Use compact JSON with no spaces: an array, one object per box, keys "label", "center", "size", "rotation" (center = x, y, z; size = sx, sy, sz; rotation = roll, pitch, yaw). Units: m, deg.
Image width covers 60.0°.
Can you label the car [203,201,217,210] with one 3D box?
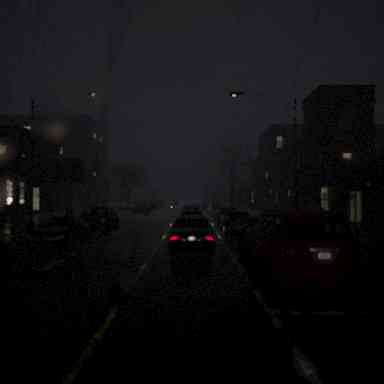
[{"label":"car","center":[2.774,2.076,52.432],"size":[1.947,1.339,4.313],"rotation":[0,-1,0]}]

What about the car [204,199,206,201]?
[{"label":"car","center":[2.753,1.986,44.888],"size":[2.008,1.369,4.403],"rotation":[0,-1,0]}]

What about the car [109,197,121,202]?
[{"label":"car","center":[-20.080,1.989,83.751],"size":[4.507,1.381,1.887],"rotation":[1,-2,-1]}]

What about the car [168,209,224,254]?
[{"label":"car","center":[-0.013,1.682,14.004],"size":[2.033,1.411,5.357],"rotation":[0,-1,0]}]

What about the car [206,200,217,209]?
[{"label":"car","center":[2.721,1.880,36.667],"size":[1.752,1.417,4.829],"rotation":[0,-1,0]}]

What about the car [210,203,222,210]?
[{"label":"car","center":[2.679,1.790,25.431],"size":[1.887,1.381,4.507],"rotation":[0,-1,0]}]

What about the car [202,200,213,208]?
[{"label":"car","center":[2.765,2.182,61.433],"size":[1.802,1.307,4.206],"rotation":[0,-1,0]}]

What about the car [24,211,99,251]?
[{"label":"car","center":[-5.698,1.723,14.664],"size":[1.802,1.307,4.206],"rotation":[1,-1,0]}]

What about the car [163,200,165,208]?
[{"label":"car","center":[-5.872,2.029,60.325],"size":[1.967,1.590,4.097],"rotation":[0,-1,0]}]

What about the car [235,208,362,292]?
[{"label":"car","center":[2.690,1.403,9.141],"size":[2.192,1.841,5.009],"rotation":[0,-1,0]}]

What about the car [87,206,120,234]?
[{"label":"car","center":[-5.702,1.635,20.199],"size":[1.967,1.590,4.097],"rotation":[1,-1,0]}]

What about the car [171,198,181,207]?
[{"label":"car","center":[-3.074,2.016,67.441],"size":[2.097,1.767,4.553],"rotation":[0,-1,0]}]

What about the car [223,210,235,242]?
[{"label":"car","center":[2.682,1.707,14.671],"size":[1.947,1.339,4.313],"rotation":[1,-1,0]}]

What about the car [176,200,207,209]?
[{"label":"car","center":[-0.026,1.775,29.308],"size":[2.128,1.511,4.902],"rotation":[0,0,0]}]

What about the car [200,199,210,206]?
[{"label":"car","center":[2.756,2.236,70.435],"size":[1.887,1.381,4.507],"rotation":[0,-1,0]}]

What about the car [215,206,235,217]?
[{"label":"car","center":[2.677,1.761,20.204],"size":[1.947,1.339,4.313],"rotation":[1,-1,0]}]

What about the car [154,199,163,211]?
[{"label":"car","center":[-5.856,2.032,49.506],"size":[2.008,1.369,4.403],"rotation":[1,-1,0]}]

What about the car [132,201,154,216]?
[{"label":"car","center":[-5.791,1.895,38.271],"size":[1.752,1.417,4.829],"rotation":[1,-1,0]}]
